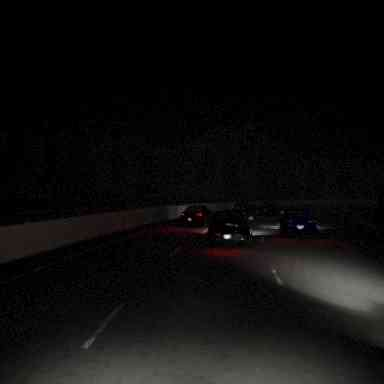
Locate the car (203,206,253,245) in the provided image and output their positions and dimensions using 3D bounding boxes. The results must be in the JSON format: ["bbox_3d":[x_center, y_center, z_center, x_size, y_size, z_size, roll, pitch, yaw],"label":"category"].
[{"bbox_3d":[1.933,1.640,16.417,1.837,1.490,4.892,0,-1,10],"label":"car"}]

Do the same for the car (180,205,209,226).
[{"bbox_3d":[0.464,1.729,25.209,1.812,1.442,4.674,0,-1,16],"label":"car"}]

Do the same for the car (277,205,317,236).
[{"bbox_3d":[6.225,1.694,19.730,1.812,1.442,4.674,0,0,13],"label":"car"}]

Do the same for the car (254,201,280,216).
[{"bbox_3d":[8.739,1.791,37.365,1.882,1.535,5.008,0,-1,24],"label":"car"}]

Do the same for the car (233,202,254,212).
[{"bbox_3d":[6.438,1.884,40.725,2.033,1.411,5.357,0,-1,27],"label":"car"}]
